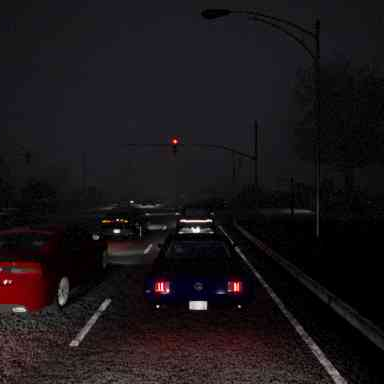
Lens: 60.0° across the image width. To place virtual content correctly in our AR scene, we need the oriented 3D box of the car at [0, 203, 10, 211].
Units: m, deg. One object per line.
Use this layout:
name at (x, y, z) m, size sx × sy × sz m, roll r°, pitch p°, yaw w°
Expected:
car at (-23.831, 1.601, 38.349) m, size 4.718 × 1.301 × 1.895 m, roll 0°, pitch 0°, yaw 3°

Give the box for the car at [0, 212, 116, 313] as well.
car at (-3.382, 1.478, 7.788) m, size 1.882 × 1.535 × 5.008 m, roll 0°, pitch 0°, yaw 0°

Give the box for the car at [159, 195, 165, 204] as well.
car at (-6.890, 1.601, 63.447) m, size 1.895 × 1.301 × 4.718 m, roll 0°, pitch 0°, yaw 1°

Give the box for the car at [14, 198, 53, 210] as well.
car at (-19.823, 1.525, 41.619) m, size 4.674 × 1.442 × 1.812 m, roll 0°, pitch 0°, yaw 3°

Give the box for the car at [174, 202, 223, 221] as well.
car at (0.151, 1.491, 17.023) m, size 2.128 × 1.511 × 4.902 m, roll 0°, pitch 0°, yaw -1°

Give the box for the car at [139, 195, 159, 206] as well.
car at (-6.956, 1.564, 54.686) m, size 1.994 × 1.385 × 4.181 m, roll 0°, pitch 0°, yaw -1°

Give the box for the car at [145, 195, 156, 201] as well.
car at (-10.295, 1.540, 82.824) m, size 2.033 × 1.411 × 5.357 m, roll 0°, pitch 0°, yaw 0°

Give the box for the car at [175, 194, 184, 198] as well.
car at (-3.289, 1.532, 84.646) m, size 2.033 × 1.411 × 5.357 m, roll 0°, pitch 0°, yaw 0°

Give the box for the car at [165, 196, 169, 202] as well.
car at (-6.821, 1.478, 73.208) m, size 1.882 × 1.535 × 5.008 m, roll 0°, pitch 0°, yaw 0°

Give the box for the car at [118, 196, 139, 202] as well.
car at (-10.484, 1.491, 53.168) m, size 2.128 × 1.511 × 4.902 m, roll 0°, pitch 0°, yaw 1°

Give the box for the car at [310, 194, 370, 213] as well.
car at (16.221, 1.220, 35.989) m, size 5.566 × 2.045 × 2.150 m, roll 0°, pitch 0°, yaw 3°

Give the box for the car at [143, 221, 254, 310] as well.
car at (0.119, 1.601, 7.761) m, size 1.895 × 1.301 × 4.718 m, roll 0°, pitch 0°, yaw 0°

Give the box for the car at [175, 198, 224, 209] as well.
car at (0.515, 1.601, 34.672) m, size 4.718 × 1.301 × 1.895 m, roll 0°, pitch 0°, yaw -23°

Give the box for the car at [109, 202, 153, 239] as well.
car at (-3.358, 1.505, 17.286) m, size 1.837 × 1.490 × 4.892 m, roll 0°, pitch 0°, yaw 0°

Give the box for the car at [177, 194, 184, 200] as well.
car at (-3.222, 1.328, 95.054) m, size 1.882 × 1.535 × 5.008 m, roll 0°, pitch 0°, yaw 1°

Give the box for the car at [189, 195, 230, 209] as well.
car at (2.506, 1.493, 42.622) m, size 4.902 × 1.511 × 2.128 m, roll 0°, pitch 1°, yaw 36°

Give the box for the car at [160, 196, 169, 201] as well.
car at (-6.794, 1.595, 83.191) m, size 1.895 × 1.301 × 4.718 m, roll 0°, pitch 0°, yaw 0°

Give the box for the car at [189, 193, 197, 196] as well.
car at (0.204, 1.500, 82.669) m, size 1.837 × 1.490 × 4.892 m, roll 0°, pitch 0°, yaw 0°

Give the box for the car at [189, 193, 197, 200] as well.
car at (0.275, 1.225, 94.667) m, size 2.150 × 2.045 × 5.566 m, roll 0°, pitch 0°, yaw 1°

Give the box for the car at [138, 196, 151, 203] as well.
car at (-10.322, 1.540, 72.520) m, size 2.033 × 1.411 × 5.357 m, roll 0°, pitch 0°, yaw 0°
